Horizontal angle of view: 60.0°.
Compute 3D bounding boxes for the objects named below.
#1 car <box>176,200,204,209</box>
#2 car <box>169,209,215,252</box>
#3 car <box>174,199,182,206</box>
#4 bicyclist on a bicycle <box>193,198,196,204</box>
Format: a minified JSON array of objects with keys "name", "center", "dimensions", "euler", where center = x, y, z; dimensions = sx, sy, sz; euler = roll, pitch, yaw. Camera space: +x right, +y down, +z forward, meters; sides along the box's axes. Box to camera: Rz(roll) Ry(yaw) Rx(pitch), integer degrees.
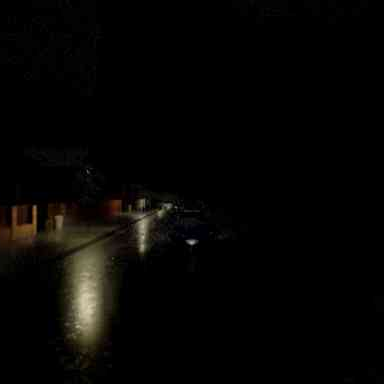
[{"name":"car","center":[-0.008,1.786,29.346],"dimensions":[2.128,1.511,4.902],"euler":[0,0,0]},{"name":"car","center":[-0.001,1.667,14.450],"dimensions":[1.812,1.442,4.674],"euler":[0,0,0]},{"name":"car","center":[-2.779,2.280,71.022],"dimensions":[2.128,1.511,4.902],"euler":[0,-1,0]},{"name":"bicyclist on a bicycle","center":[0.722,2.430,89.313],"dimensions":[0.582,1.620,1.656],"euler":[0,-1,0]}]
